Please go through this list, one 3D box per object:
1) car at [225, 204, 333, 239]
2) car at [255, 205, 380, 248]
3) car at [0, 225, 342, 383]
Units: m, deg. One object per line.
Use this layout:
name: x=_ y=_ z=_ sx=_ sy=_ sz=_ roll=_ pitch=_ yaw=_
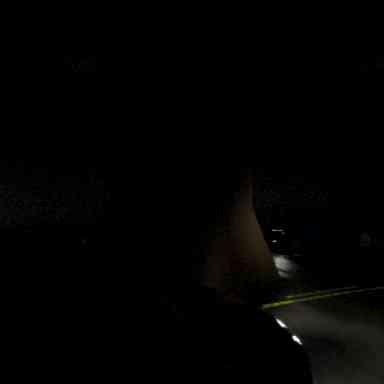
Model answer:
car: x=4.331 y=1.400 z=16.794 sx=4.902 sy=1.511 sz=2.128 roll=0 pitch=0 yaw=-16
car: x=5.057 y=1.414 z=13.403 sx=5.008 sy=1.535 sz=1.882 roll=0 pitch=0 yaw=-16
car: x=-1.072 y=1.324 z=2.781 sx=4.553 sy=1.767 sz=2.097 roll=0 pitch=1 yaw=-34
